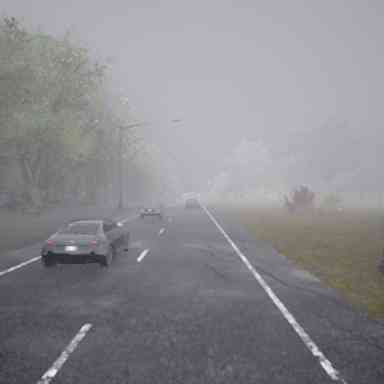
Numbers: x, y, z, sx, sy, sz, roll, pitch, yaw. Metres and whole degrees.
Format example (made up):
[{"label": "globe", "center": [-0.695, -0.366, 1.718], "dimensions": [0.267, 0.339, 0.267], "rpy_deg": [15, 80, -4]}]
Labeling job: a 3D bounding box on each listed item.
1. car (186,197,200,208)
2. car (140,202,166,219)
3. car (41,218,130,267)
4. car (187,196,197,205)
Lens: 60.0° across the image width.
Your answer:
[{"label": "car", "center": [0.096, 1.562, 46.694], "dimensions": [1.994, 1.385, 4.181], "rpy_deg": [0, 0, 0]}, {"label": "car", "center": [-3.354, 1.545, 29.273], "dimensions": [2.033, 1.411, 5.357], "rpy_deg": [0, 0, 1]}, {"label": "car", "center": [-3.403, 1.563, 11.371], "dimensions": [1.994, 1.385, 4.181], "rpy_deg": [0, 0, 0]}, {"label": "car", "center": [-0.005, 1.525, 58.211], "dimensions": [1.812, 1.442, 4.674], "rpy_deg": [0, 0, 0]}]
